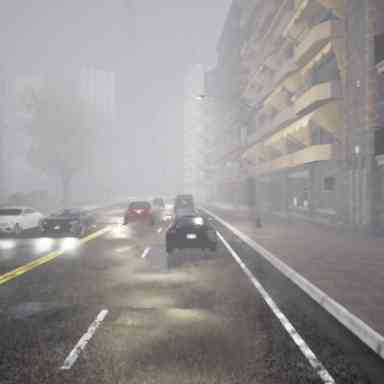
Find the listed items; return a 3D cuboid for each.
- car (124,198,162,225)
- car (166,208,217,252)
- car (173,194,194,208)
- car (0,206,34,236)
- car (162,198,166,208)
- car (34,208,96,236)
[{"bbox_3d":[-3.605,1.369,24.285,2.097,1.767,4.553,0,0,-2],"label":"car"},{"bbox_3d":[-0.056,1.569,14.013,1.994,1.385,4.181,0,0,-1],"label":"car"},{"bbox_3d":[-0.966,1.242,37.944,2.150,2.045,5.566,0,0,-3],"label":"car"},{"bbox_3d":[-10.014,1.555,18.850,1.812,1.442,4.674,0,0,-1],"label":"car"},{"bbox_3d":[-5.006,1.560,49.623,1.812,1.442,4.674,0,0,-4],"label":"car"},{"bbox_3d":[-6.761,1.585,18.566,1.994,1.385,4.181,0,0,-1],"label":"car"}]
